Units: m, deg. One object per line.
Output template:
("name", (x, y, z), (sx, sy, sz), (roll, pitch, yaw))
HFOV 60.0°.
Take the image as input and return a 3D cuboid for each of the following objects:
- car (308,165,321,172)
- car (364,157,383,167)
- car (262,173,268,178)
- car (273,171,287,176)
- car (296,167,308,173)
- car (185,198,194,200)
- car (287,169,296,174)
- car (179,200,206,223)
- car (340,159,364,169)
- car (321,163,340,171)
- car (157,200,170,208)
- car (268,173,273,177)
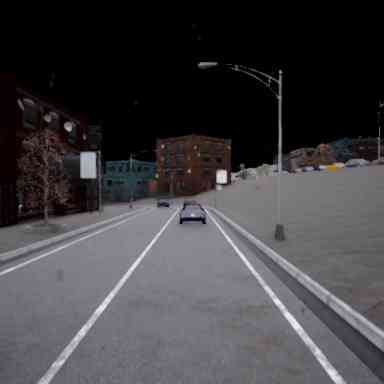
("car", (22.091, -3.813, 56.726), (2.002, 1.452, 4.674), (0, 1, -3))
("car", (23.532, -3.521, 39.993), (2.163, 1.488, 4.792), (0, 1, -6))
("car", (21.245, -4.405, 89.889), (2.185, 1.767, 4.553), (0, 1, -1))
("car", (21.489, -4.278, 78.723), (2.185, 1.767, 4.553), (0, 1, -1))
("car", (21.857, -3.948, 62.268), (2.231, 1.521, 4.892), (0, 1, -1))
("car", (-0.419, 1.694, 50.148), (1.837, 1.490, 4.892), (0, -1, -6))
("car", (21.728, -4.025, 67.786), (2.231, 1.521, 4.892), (0, 1, -1))
("car", (0.065, 1.565, 25.190), (1.994, 1.385, 4.181), (0, 0, 0))
("car", (22.912, -3.779, 45.684), (2.185, 1.767, 4.553), (0, 1, -5))
("car", (22.443, -3.753, 51.189), (2.097, 1.535, 5.008), (0, 1, -4))
("car", (-4.424, 1.836, 51.715), (1.895, 1.301, 4.718), (0, -1, -8))
("car", (21.369, -4.175, 84.216), (2.002, 1.452, 4.674), (0, 1, -1))
